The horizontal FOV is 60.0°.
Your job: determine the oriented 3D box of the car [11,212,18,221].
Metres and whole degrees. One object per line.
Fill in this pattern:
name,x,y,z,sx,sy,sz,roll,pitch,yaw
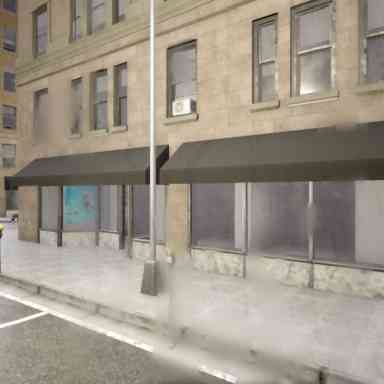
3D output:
car,-11.120,1.636,26.094,2.033,1.411,5.357,0,0,36
